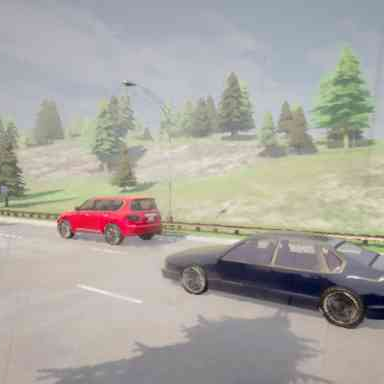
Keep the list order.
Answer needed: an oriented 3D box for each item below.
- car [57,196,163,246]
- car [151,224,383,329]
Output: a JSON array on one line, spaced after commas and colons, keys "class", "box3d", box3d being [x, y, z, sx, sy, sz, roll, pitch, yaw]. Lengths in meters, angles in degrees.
[{"class": "car", "box3d": [-3.881, 1.200, 15.358, 5.566, 2.045, 2.150, 0, 0, 35]}, {"class": "car", "box3d": [1.884, 1.543, 6.954, 5.357, 1.411, 2.033, 0, 0, 35]}]
